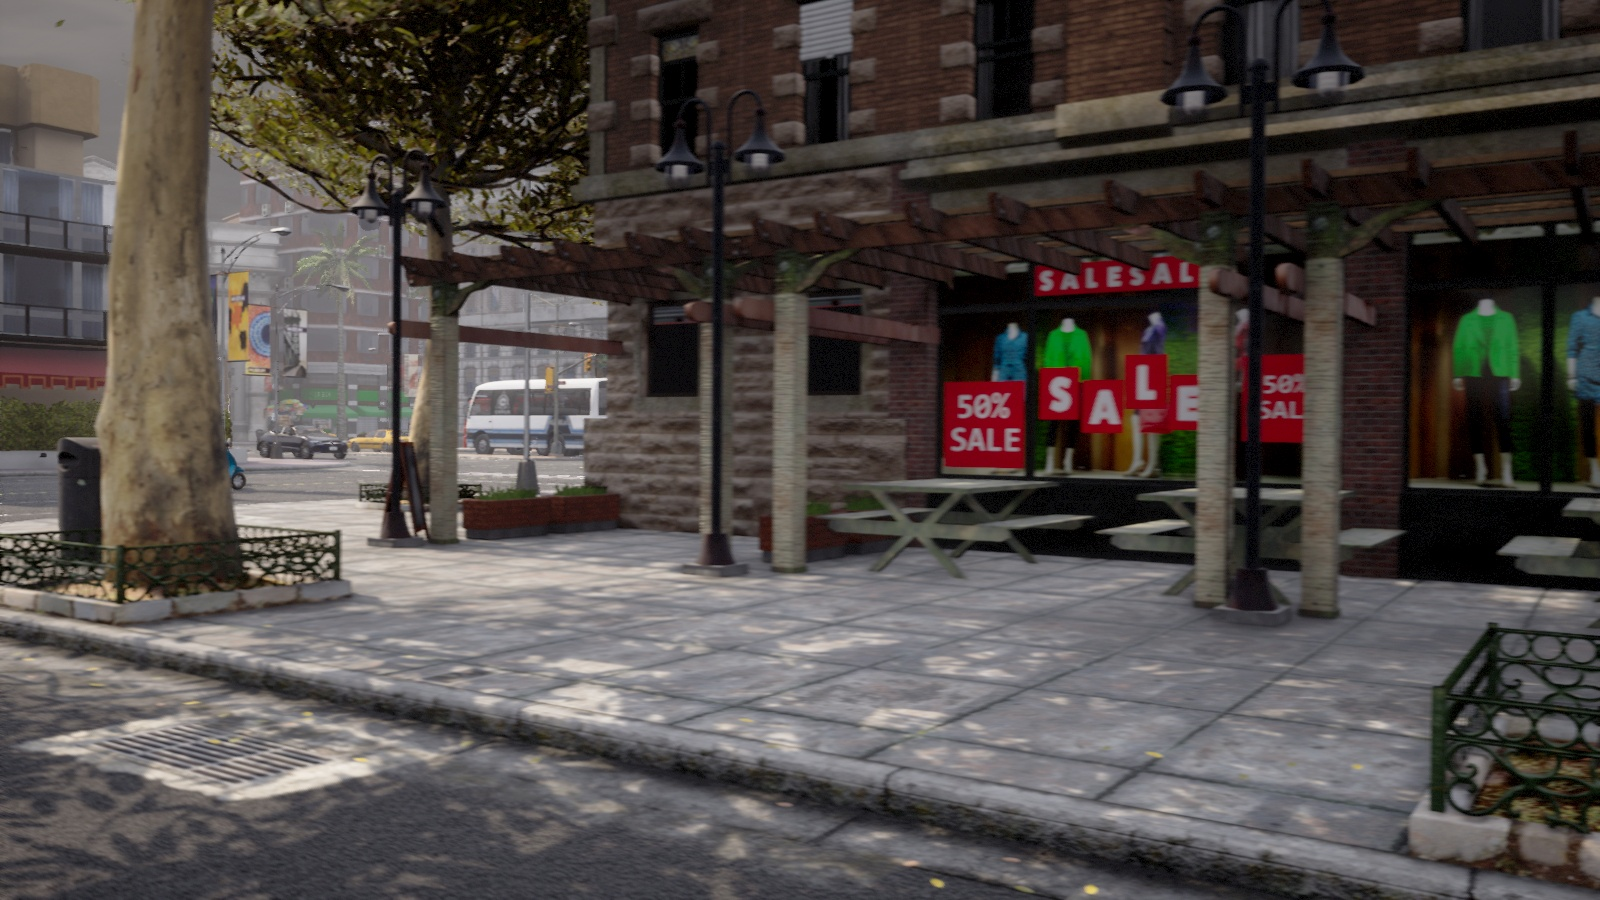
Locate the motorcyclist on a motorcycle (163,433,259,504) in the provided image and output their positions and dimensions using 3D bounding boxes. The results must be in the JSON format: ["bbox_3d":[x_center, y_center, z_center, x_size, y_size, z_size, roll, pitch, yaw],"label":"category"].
[{"bbox_3d":[-13.667,0.410,29.183,0.866,1.590,1.817,0,1,33],"label":"motorcyclist on a motorcycle"}]

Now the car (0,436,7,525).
[{"bbox_3d":[-15.079,0.580,19.473,1.882,1.535,5.008,-1,1,8],"label":"car"}]

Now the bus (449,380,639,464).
[{"bbox_3d":[-14.019,-1.451,68.327,10.273,4.253,3.944,0,1,34],"label":"bus"}]

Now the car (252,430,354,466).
[{"bbox_3d":[-24.340,-0.107,61.411,5.027,1.651,2.152,0,1,34],"label":"car"}]

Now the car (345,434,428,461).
[{"bbox_3d":[-24.923,-0.136,75.619,5.366,1.575,1.801,0,1,34],"label":"car"}]

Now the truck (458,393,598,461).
[{"bbox_3d":[-16.062,-1.296,73.899,8.468,3.827,2.891,0,1,34],"label":"truck"}]
